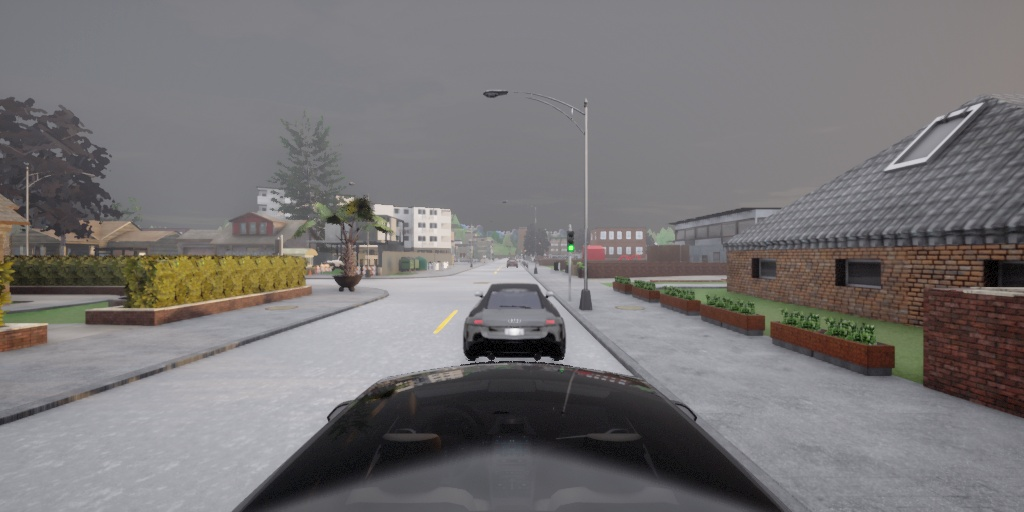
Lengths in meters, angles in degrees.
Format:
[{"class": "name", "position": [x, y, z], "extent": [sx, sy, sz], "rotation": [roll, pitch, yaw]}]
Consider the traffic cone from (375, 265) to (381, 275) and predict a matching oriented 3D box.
[{"class": "traffic cone", "position": [-15.422, 1.557, 40.658], "extent": [0.344, 0.586, 0.344], "rotation": [0, 0, 0]}]

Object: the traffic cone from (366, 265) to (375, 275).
[{"class": "traffic cone", "position": [-15.783, 1.560, 40.088], "extent": [0.344, 0.586, 0.344], "rotation": [0, 0, 0]}]

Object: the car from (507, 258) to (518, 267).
[{"class": "car", "position": [0.063, 1.274, 64.250], "extent": [1.812, 1.442, 4.674], "rotation": [0, 0, 0]}]

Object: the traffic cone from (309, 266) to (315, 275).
[{"class": "traffic cone", "position": [-19.825, 1.568, 35.201], "extent": [0.344, 0.586, 0.344], "rotation": [0, 0, 0]}]

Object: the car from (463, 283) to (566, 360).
[{"class": "car", "position": [0.058, 1.314, 8.372], "extent": [1.994, 1.385, 4.181], "rotation": [0, 0, 0]}]
